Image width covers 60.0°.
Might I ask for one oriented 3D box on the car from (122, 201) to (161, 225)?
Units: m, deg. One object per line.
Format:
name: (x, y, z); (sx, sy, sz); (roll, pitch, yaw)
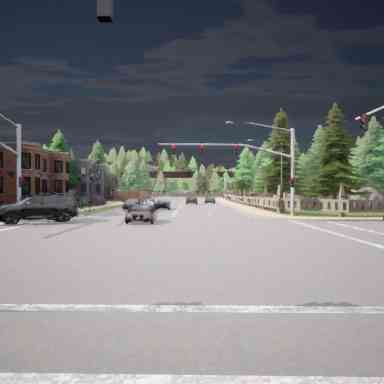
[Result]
car: (-3.624, 1.564, 24.282); (1.994, 1.385, 4.181); (0, 0, 0)

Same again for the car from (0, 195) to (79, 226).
car: (-11.026, 1.223, 23.837); (5.566, 2.045, 2.150); (0, 1, -36)

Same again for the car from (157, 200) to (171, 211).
car: (-3.635, 1.601, 41.293); (1.895, 1.301, 4.718); (0, 0, 0)

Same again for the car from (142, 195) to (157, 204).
car: (-7.058, 1.167, 55.662); (1.994, 1.385, 4.181); (0, 0, 0)

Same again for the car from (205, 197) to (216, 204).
car: (3.532, 1.564, 65.205); (1.994, 1.385, 4.181); (0, 0, 0)

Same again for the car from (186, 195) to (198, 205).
car: (-0.063, 1.352, 60.224); (2.097, 1.767, 4.553); (0, 0, 0)

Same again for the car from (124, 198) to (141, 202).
car: (-7.134, 1.478, 40.352); (1.882, 1.535, 5.008); (0, 0, 0)
